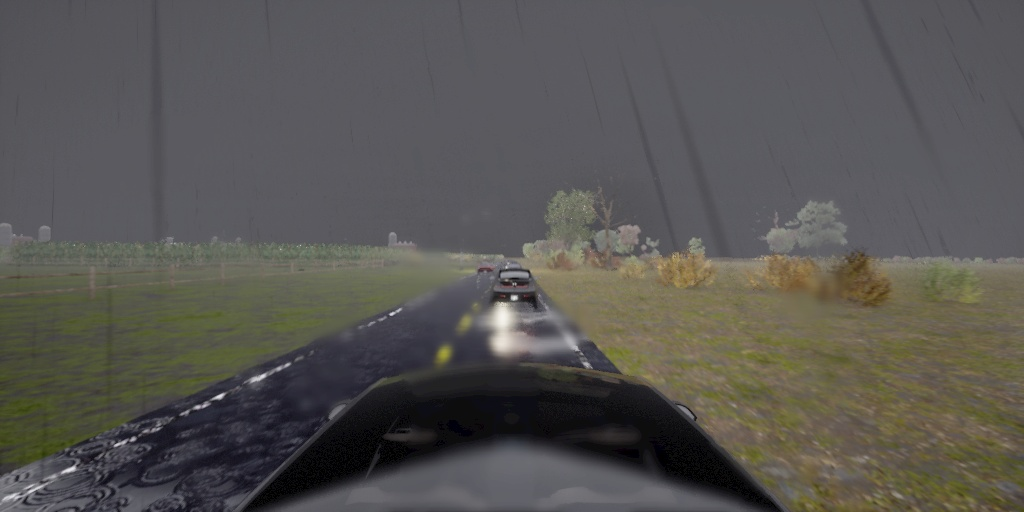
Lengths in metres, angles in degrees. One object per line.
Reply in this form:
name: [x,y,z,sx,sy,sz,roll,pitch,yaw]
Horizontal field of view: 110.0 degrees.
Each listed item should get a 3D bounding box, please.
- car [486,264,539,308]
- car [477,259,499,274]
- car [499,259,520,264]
car: [0.100,1.253,15.203,1.837,1.490,4.892,0,0,0]
car: [-2.842,1.347,40.440,1.895,1.301,4.718,0,0,0]
car: [0.100,1.294,33.346,2.033,1.411,5.357,0,0,0]
